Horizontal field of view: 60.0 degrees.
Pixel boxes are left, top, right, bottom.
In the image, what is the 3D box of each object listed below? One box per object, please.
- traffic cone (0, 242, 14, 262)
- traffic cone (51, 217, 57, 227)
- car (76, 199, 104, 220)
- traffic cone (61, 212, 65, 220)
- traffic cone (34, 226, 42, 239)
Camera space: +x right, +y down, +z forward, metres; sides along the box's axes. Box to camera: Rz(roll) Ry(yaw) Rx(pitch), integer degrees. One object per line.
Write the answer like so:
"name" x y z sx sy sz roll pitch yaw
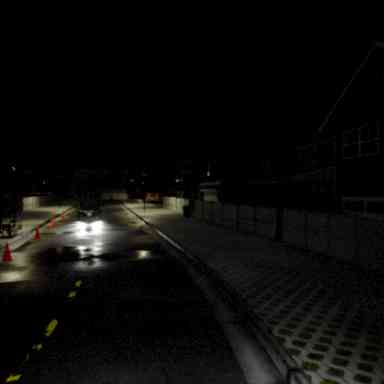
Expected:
"traffic cone" -5.896 1.902 10.611 0.340 0.580 0.340 0 0 -15
"traffic cone" -8.449 1.849 20.280 0.340 0.580 0.340 0 0 -15
"car" -8.074 1.346 26.455 2.128 1.511 4.902 0 0 -15
"traffic cone" -9.726 1.822 25.114 0.340 0.580 0.340 0 0 -15
"traffic cone" -7.173 1.876 15.446 0.340 0.580 0.340 0 0 -15
